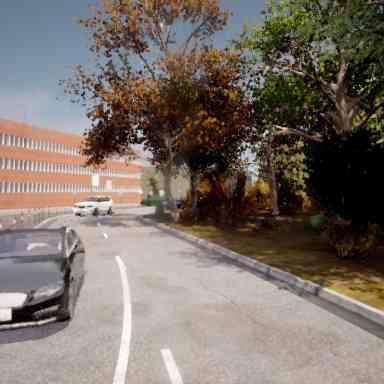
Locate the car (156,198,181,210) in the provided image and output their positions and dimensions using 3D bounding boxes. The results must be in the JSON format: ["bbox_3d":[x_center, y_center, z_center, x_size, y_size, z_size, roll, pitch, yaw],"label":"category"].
[{"bbox_3d":[-2.768,1.882,45.955,1.895,1.301,4.718,0,0,21],"label":"car"}]

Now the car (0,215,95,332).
[{"bbox_3d":[-3.354,1.500,7.111,2.128,1.511,4.902,0,0,-14],"label":"car"}]

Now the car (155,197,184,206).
[{"bbox_3d":[-4.335,1.841,64.078,5.008,1.535,2.097,0,0,20],"label":"car"}]

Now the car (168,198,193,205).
[{"bbox_3d":[-2.385,1.901,69.381,4.674,1.452,2.002,0,0,20],"label":"car"}]

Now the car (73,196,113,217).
[{"bbox_3d":[-10.028,1.405,34.208,2.150,2.045,5.566,-1,0,11],"label":"car"}]

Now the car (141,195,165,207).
[{"bbox_3d":[-6.303,1.564,58.780,5.566,2.045,2.435,0,0,20],"label":"car"}]
